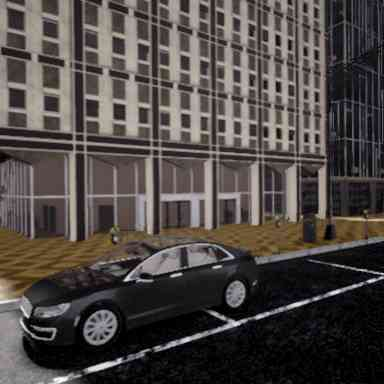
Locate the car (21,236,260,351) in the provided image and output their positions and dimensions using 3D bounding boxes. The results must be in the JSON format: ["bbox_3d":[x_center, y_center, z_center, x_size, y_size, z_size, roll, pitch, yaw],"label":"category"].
[{"bbox_3d":[-0.669,1.542,6.096,4.403,1.369,2.008,0,0,-36],"label":"car"}]
